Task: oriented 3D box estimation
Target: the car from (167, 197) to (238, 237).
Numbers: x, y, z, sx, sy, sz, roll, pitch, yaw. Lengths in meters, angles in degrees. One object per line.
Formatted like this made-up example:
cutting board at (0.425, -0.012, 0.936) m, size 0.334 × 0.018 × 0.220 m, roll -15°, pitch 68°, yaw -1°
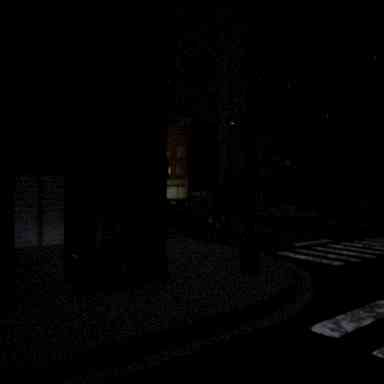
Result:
car at (-0.190, 1.284, 17.976) m, size 2.192 × 1.841 × 5.009 m, roll 0°, pitch 0°, yaw -35°

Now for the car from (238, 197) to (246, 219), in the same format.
car at (3.067, 1.312, 27.247) m, size 2.192 × 1.841 × 5.009 m, roll 0°, pitch 0°, yaw -35°

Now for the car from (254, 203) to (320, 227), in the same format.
car at (6.257, 1.528, 22.755) m, size 1.752 × 1.417 × 4.829 m, roll 0°, pitch 0°, yaw -35°

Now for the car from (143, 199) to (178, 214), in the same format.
car at (-3.512, 1.529, 36.505) m, size 1.887 × 1.381 × 4.507 m, roll 0°, pitch 0°, yaw -35°
